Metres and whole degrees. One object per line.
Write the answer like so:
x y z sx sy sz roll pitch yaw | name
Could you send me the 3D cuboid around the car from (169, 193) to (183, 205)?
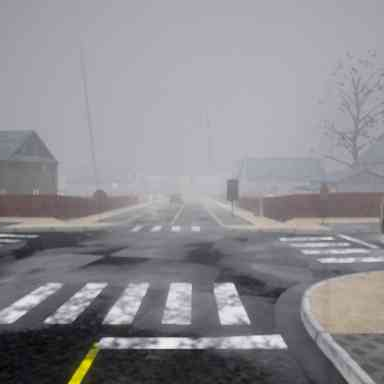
-2.794 1.171 59.268 2.150 2.045 5.566 0 0 0 | car
